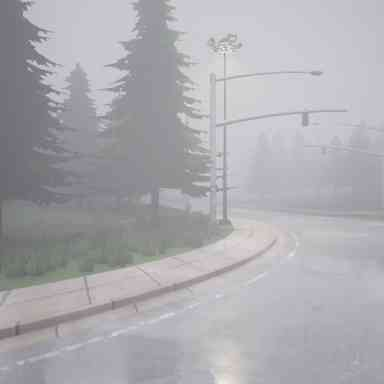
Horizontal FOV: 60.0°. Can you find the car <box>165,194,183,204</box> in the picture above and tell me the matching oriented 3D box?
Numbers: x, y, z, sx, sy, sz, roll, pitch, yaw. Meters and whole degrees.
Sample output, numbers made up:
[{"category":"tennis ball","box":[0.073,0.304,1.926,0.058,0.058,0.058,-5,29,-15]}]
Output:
[{"category":"car","box":[-3.147,1.547,65.400,2.033,1.411,5.357,0,0,-21]}]

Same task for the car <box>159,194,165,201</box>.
[{"category":"car","box":[-7.009,1.186,75.146,2.150,2.045,5.566,0,0,-21]}]
